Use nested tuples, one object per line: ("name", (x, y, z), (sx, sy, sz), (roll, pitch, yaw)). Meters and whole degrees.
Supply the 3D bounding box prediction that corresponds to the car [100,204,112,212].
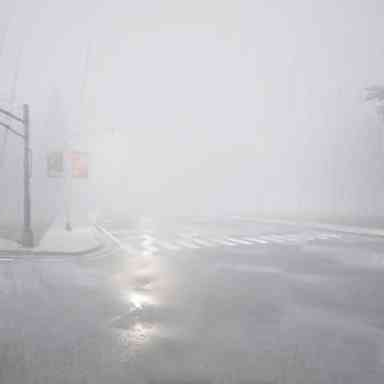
("car", (-17.989, 3.323, 69.414), (2.097, 1.767, 4.553), (-1, -1, -21))
